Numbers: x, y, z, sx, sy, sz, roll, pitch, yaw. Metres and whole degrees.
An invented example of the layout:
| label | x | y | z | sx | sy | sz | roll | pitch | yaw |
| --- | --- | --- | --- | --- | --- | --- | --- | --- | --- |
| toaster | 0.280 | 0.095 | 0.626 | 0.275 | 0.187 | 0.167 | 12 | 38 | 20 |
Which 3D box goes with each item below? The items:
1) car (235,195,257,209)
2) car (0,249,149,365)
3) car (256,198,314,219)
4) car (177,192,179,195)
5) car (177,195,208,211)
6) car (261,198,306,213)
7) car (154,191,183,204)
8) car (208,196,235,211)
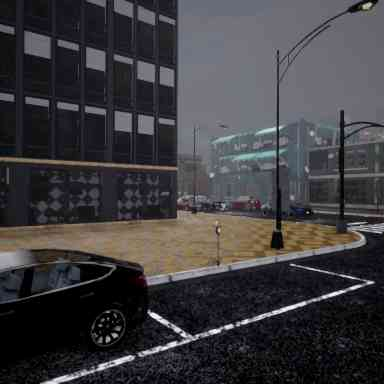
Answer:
| label | x | y | z | sx | sy | sz | roll | pitch | yaw |
| --- | --- | --- | --- | --- | --- | --- | --- | --- | --- |
| car | 6.062 | 1.130 | 38.692 | 1.967 | 1.590 | 4.097 | 1 | 0 | -36 |
| car | -2.680 | 1.566 | 4.643 | 4.313 | 1.339 | 1.947 | 0 | 0 | -35 |
| car | 7.592 | 1.355 | 26.790 | 1.994 | 1.385 | 4.181 | 0 | 1 | -36 |
| car | -0.496 | 1.101 | 47.638 | 2.008 | 1.369 | 4.403 | 1 | 0 | -36 |
| car | -0.699 | 1.231 | 33.738 | 1.802 | 1.307 | 4.206 | 1 | 0 | -36 |
| car | 9.339 | 1.340 | 34.217 | 1.802 | 1.307 | 4.206 | 1 | 0 | -36 |
| car | -3.769 | 0.794 | 52.111 | 2.192 | 1.841 | 5.009 | 1 | 0 | -36 |
| car | 1.716 | 1.160 | 34.815 | 2.128 | 1.511 | 4.902 | 0 | 1 | -36 |
